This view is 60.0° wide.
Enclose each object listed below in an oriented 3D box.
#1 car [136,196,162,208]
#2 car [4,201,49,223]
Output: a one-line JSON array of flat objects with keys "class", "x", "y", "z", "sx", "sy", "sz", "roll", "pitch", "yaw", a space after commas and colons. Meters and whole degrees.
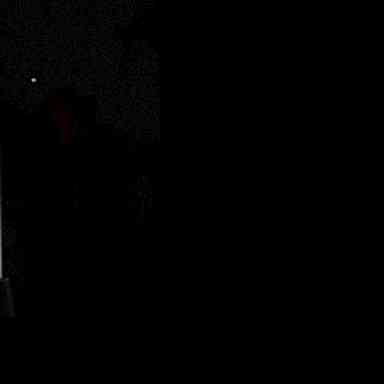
[{"class": "car", "x": -5.082, "y": 1.247, "z": 41.915, "sx": 1.994, "sy": 1.385, "sz": 4.181, "roll": -2, "pitch": 0, "yaw": 35}, {"class": "car", "x": -11.562, "y": 1.301, "z": 21.006, "sx": 2.128, "sy": 1.511, "sz": 4.902, "roll": -2, "pitch": 0, "yaw": 35}]
